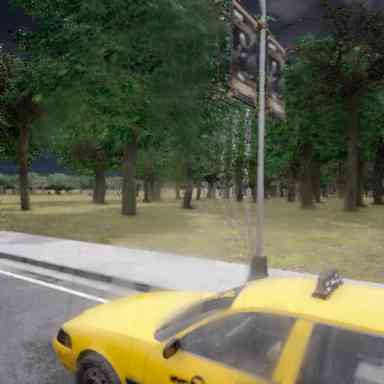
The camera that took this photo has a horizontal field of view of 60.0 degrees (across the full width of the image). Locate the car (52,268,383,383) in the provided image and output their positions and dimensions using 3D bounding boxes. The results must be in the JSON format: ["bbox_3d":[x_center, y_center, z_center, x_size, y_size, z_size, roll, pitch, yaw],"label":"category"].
[{"bbox_3d":[0.884,1.456,2.932,5.366,1.575,1.801,0,0,36],"label":"car"}]
